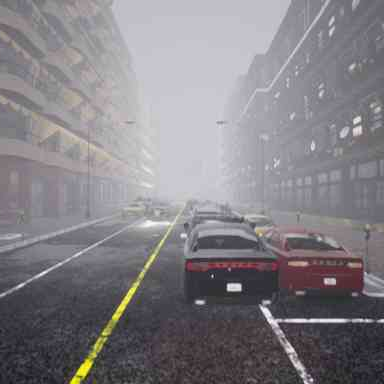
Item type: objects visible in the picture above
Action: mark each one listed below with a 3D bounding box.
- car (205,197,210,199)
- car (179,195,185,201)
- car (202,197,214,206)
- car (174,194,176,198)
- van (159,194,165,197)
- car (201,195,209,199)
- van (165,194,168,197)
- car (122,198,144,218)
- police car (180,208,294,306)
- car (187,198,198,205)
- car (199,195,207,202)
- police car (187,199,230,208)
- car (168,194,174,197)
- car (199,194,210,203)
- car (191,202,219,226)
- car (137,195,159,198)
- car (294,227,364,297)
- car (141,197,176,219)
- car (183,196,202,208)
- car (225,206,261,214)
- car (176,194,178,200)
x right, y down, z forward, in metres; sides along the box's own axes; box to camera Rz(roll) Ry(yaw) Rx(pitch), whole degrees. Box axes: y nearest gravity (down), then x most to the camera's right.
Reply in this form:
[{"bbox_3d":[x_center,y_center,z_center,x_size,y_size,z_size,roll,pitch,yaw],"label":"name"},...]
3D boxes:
[{"bbox_3d":[2.657,1.581,36.126,2.008,1.369,4.403,1,0,0],"label":"car"},{"bbox_3d":[-2.561,1.561,92.904,2.097,1.767,4.553,0,0,0],"label":"car"},{"bbox_3d":[2.703,1.625,58.248,1.887,1.381,4.507,1,0,0],"label":"car"},{"bbox_3d":[-5.149,1.430,69.387,2.192,1.841,5.009,1,0,0],"label":"car"},{"bbox_3d":[-5.194,1.392,47.264,1.690,1.788,3.998,2,0,0],"label":"van"},{"bbox_3d":[2.692,1.609,52.718,1.887,1.381,4.507,1,0,0],"label":"car"},{"bbox_3d":[-5.184,1.406,52.796,1.690,1.788,3.998,1,0,0],"label":"van"},{"bbox_3d":[-5.233,1.547,30.504,1.752,1.417,4.829,2,0,0],"label":"car"},{"bbox_3d":[0.729,1.425,8.254,1.930,1.638,5.238,0,0,0],"label":"police car"},{"bbox_3d":[0.122,1.685,59.726,1.895,1.301,4.718,0,0,0],"label":"car"},{"bbox_3d":[2.726,1.618,85.905,1.967,1.590,4.097,1,0,0],"label":"car"},{"bbox_3d":[0.862,1.432,18.255,1.930,1.638,5.238,0,0,0],"label":"police car"},{"bbox_3d":[-5.161,1.412,63.857,2.192,1.841,5.009,1,0,0],"label":"car"},{"bbox_3d":[2.707,1.449,74.842,2.192,1.841,5.009,1,0,0],"label":"car"},{"bbox_3d":[0.874,1.539,24.148,1.812,1.442,4.674,0,0,0],"label":"car"},{"bbox_3d":[-5.216,1.345,36.206,2.192,1.841,5.009,2,0,0],"label":"car"},{"bbox_3d":[2.602,1.546,8.472,1.887,1.381,4.507,1,0,0],"label":"car"},{"bbox_3d":[-2.789,1.511,29.176,2.128,1.511,4.902,0,0,0],"label":"car"},{"bbox_3d":[0.101,1.552,45.588,1.837,1.490,4.892,0,0,0],"label":"car"},{"bbox_3d":[2.614,1.529,14.174,1.752,1.417,4.829,1,0,0],"label":"car"},{"bbox_3d":[-5.134,1.721,80.449,1.947,1.339,4.313,1,0,0],"label":"car"}]
